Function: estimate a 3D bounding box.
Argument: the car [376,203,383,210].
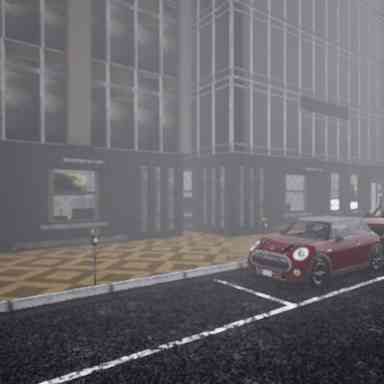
[{"bbox_3d":[7.967,1.282,12.413,5.009,1.841,2.192,0,0,-35],"label":"car"}]

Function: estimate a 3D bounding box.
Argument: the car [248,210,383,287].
[{"bbox_3d":[3.441,1.423,9.187,4.097,1.590,1.967,0,0,-35],"label":"car"}]
